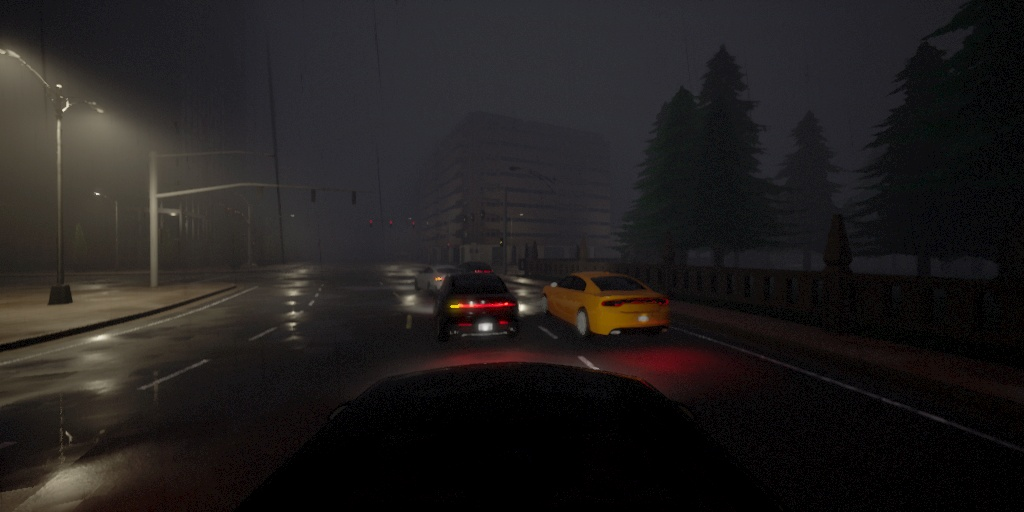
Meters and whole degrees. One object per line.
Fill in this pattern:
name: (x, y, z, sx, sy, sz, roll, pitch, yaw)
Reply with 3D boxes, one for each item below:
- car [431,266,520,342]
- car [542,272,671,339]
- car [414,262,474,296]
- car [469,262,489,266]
car: (-1.130, 1.201, 9.746, 1.837, 1.490, 4.892, 0, 0, -14)
car: (2.285, 1.173, 10.051, 1.882, 1.535, 5.008, 0, 0, -12)
car: (-3.682, 1.163, 18.373, 1.812, 1.442, 4.674, 0, 0, -27)
car: (-2.622, 1.107, 23.297, 1.837, 1.490, 4.892, 0, 0, -23)
